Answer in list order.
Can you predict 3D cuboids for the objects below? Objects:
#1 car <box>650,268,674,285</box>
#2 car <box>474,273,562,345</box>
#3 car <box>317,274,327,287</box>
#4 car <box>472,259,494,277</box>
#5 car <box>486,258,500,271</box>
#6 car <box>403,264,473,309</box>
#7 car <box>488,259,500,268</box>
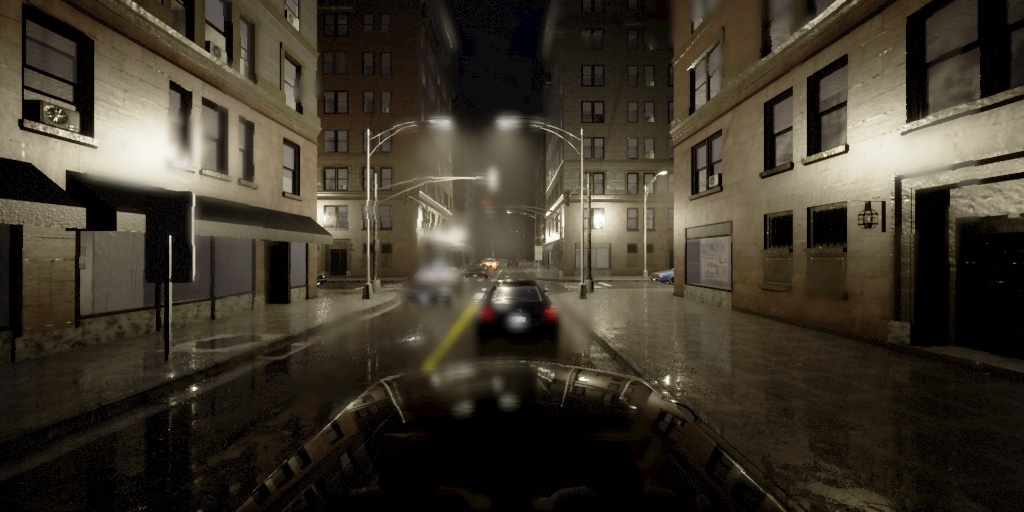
[{"bbox_3d":[12.626,1.261,25.150,5.357,1.411,2.033,0,0,0],"label":"car"},{"bbox_3d":[0.118,1.314,9.497,1.994,1.385,4.181,0,0,-1],"label":"car"},{"bbox_3d":[-14.016,1.387,21.877,4.718,1.301,1.895,0,0,0],"label":"car"},{"bbox_3d":[-3.084,1.296,33.138,2.033,1.411,5.357,0,0,0],"label":"car"},{"bbox_3d":[-3.072,1.097,48.257,2.097,1.767,4.553,0,0,0],"label":"car"},{"bbox_3d":[-3.094,1.241,15.099,2.128,1.511,4.902,0,0,0],"label":"car"},{"bbox_3d":[-3.050,1.262,60.820,1.812,1.442,4.674,0,0,0],"label":"car"}]
